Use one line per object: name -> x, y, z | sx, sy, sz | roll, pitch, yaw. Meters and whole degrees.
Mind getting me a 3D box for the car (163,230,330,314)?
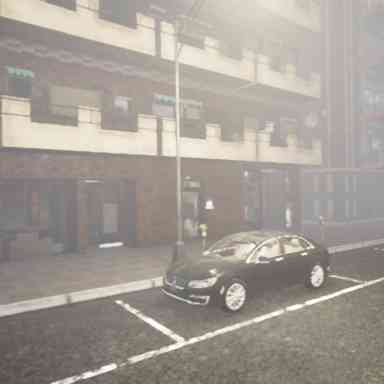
car -> 1.414, 1.603, 7.625 | 4.403, 1.369, 2.008 | 0, -1, -36
